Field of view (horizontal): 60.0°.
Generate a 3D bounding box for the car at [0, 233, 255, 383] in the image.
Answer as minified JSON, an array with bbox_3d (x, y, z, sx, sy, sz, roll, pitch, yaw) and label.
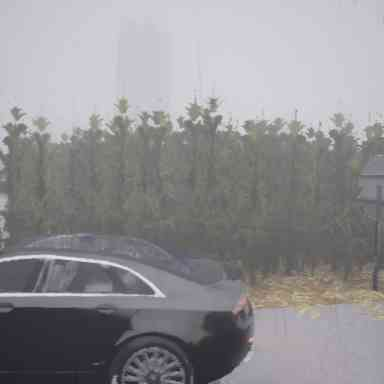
[{"bbox_3d":[-1.728,1.284,4.007,4.902,1.511,2.128,2,2,1],"label":"car"}]
